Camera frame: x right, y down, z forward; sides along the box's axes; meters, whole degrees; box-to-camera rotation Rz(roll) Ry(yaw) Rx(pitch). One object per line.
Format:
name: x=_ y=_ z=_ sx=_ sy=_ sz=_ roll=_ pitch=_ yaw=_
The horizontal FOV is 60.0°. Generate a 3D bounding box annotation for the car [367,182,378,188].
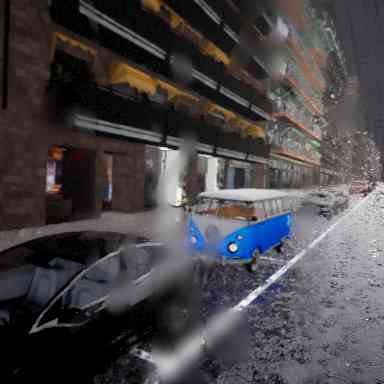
car: x=44.744 y=-1.714 z=82.417 sx=1.947 sy=1.339 sz=4.313 roll=6 pitch=5 yaw=30

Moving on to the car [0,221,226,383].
car: x=-1.480 y=1.235 z=3.882 sx=1.947 sy=1.339 sz=4.313 roll=6 pitch=5 yaw=30

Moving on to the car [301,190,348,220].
car: x=7.187 y=0.680 z=18.606 sx=2.008 sy=1.369 sz=4.403 roll=6 pitch=5 yaw=30

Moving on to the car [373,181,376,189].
car: x=27.425 y=-0.840 z=52.949 sx=2.192 sy=1.841 sz=5.009 roll=6 pitch=5 yaw=30

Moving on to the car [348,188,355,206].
car: x=10.073 y=0.529 z=23.516 sx=1.802 sy=1.307 sz=4.206 roll=6 pitch=5 yaw=30

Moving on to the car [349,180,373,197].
car: x=21.647 y=-0.471 z=43.133 sx=2.192 sy=1.841 sz=5.009 roll=6 pitch=5 yaw=30

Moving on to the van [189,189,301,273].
van: x=1.422 y=0.832 z=8.774 sx=1.690 sy=1.788 sz=3.998 roll=6 pitch=5 yaw=30
